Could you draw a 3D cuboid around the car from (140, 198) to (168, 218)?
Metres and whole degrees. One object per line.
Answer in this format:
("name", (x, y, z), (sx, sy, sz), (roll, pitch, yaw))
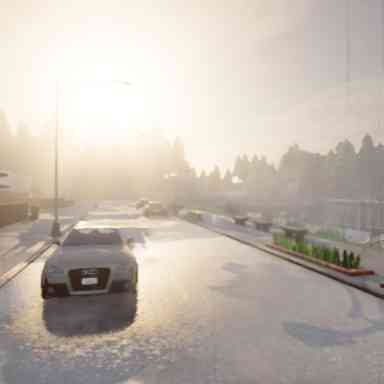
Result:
("car", (-3.488, 1.581, 31.003), (1.994, 1.385, 4.181), (0, 0, -13))

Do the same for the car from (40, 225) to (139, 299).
("car", (-2.459, 1.564, 8.461), (1.994, 1.385, 4.181), (0, 0, -13))

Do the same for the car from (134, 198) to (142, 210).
("car", (-6.262, 1.524, 42.918), (1.837, 1.490, 4.892), (0, 0, -13))
